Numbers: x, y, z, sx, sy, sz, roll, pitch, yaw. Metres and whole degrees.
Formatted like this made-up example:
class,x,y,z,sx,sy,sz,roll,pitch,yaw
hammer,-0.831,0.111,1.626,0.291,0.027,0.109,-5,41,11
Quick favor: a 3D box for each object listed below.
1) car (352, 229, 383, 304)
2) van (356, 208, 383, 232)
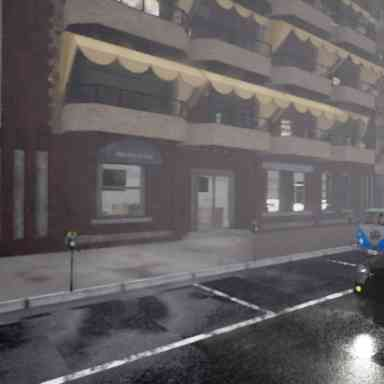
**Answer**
class,x,y,z,sx,sy,sz,roll,pitch,yaw
car,5.338,1.625,7.193,4.181,1.385,1.994,1,0,-36
van,7.534,1.436,11.948,3.998,1.788,1.690,1,0,-36
